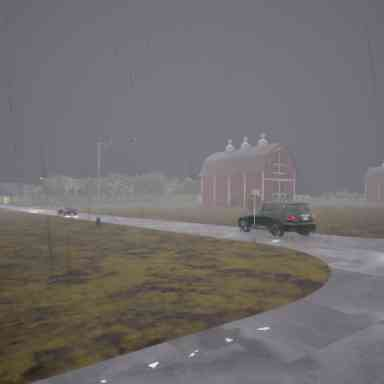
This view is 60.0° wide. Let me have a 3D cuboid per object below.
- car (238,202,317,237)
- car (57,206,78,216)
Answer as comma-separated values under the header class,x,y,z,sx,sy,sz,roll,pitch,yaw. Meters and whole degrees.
class,x,y,z,sx,sy,sz,roll,pitch,yaw
car,5.016,1.610,20.309,2.150,2.045,5.566,0,-2,-24
car,-18.790,2.783,49.873,2.033,1.411,5.357,1,-2,-36
